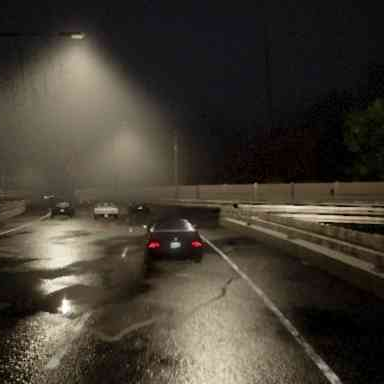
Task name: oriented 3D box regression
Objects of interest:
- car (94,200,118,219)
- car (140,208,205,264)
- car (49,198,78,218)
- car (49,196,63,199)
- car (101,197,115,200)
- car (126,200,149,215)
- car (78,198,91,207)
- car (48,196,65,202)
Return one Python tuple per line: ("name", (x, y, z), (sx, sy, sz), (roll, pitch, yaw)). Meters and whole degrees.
("car", (-7.609, 1.618, 29.268), (1.895, 1.301, 4.718), (0, 0, -16))
("car", (-0.755, 1.540, 11.892), (2.033, 1.411, 5.357), (0, 0, -7))
("car", (-12.125, 1.606, 31.471), (1.994, 1.385, 4.181), (0, 0, -17))
("car", (-20.773, 1.599, 51.709), (1.812, 1.442, 4.674), (0, 0, -29))
("car", (-13.188, 1.498, 52.370), (1.837, 1.490, 4.892), (5, -1, -27))
("car", (-5.691, 1.564, 34.726), (1.994, 1.385, 4.181), (0, 0, -18))
("car", (-17.550, 1.653, 53.204), (1.895, 1.301, 4.718), (0, 0, -29))
("car", (-31.951, 1.581, 78.493), (4.718, 1.301, 1.895), (0, 0, 44))
